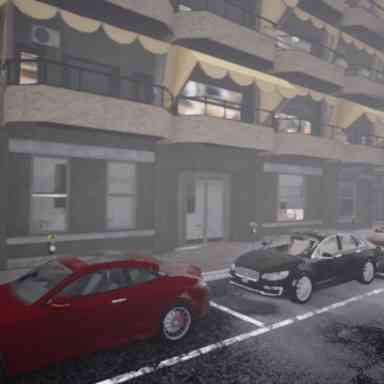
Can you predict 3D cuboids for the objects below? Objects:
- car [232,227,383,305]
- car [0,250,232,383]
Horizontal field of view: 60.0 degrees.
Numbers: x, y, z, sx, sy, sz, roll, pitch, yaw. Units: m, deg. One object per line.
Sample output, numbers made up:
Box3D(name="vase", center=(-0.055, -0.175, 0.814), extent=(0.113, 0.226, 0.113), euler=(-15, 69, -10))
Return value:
Box3D(name="car", center=(2.881, 1.597, 8.143), extent=(4.403, 1.369, 2.008), euler=(0, 0, -35))
Box3D(name="car", center=(-1.626, 1.592, 4.929), extent=(4.206, 1.307, 1.802), euler=(0, 0, -35))
